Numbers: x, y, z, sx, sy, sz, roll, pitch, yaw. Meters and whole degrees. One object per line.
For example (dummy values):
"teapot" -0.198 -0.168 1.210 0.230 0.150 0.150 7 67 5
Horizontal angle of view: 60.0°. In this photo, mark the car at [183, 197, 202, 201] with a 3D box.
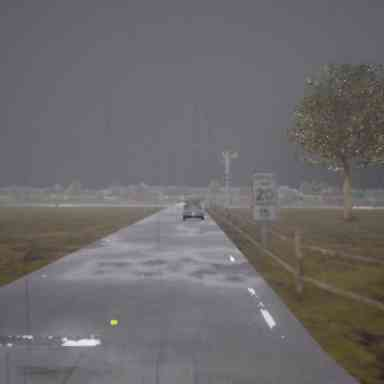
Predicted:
"car" 0.049 1.609 40.614 2.150 2.045 5.566 0 -1 0

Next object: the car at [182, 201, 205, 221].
"car" 0.133 1.835 30.563 1.994 1.385 4.181 0 -1 0

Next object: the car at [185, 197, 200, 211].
"car" 0.060 1.748 51.037 2.150 2.045 5.566 0 -1 0
